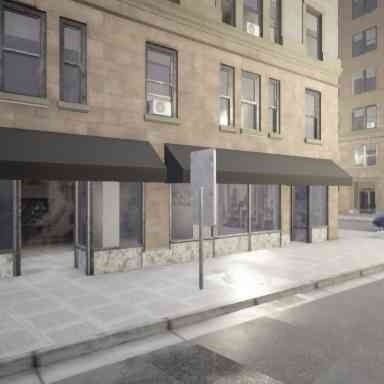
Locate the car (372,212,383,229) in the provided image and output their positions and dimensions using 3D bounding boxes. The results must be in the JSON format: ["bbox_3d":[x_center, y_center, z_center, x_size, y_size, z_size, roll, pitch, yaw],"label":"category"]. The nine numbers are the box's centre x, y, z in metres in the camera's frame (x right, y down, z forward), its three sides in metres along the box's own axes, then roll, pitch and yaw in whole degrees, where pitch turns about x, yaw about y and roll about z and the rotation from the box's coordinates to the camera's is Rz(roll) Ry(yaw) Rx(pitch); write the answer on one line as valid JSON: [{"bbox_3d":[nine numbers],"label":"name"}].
[{"bbox_3d":[12.368,1.542,17.986,4.674,1.442,1.812,-1,0,43],"label":"car"}]
